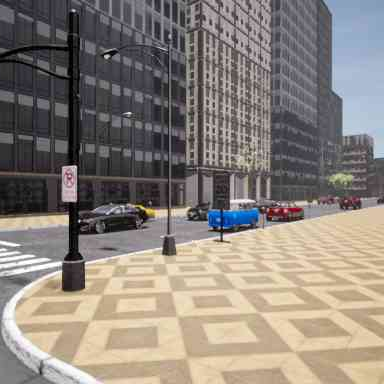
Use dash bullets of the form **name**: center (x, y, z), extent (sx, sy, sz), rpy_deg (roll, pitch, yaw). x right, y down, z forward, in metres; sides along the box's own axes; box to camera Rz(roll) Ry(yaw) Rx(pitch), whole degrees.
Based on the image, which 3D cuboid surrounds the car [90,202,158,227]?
- **car**: center (-4.749, 1.540, 24.001), extent (1.752, 1.417, 4.829), rpy_deg (0, 0, 38)

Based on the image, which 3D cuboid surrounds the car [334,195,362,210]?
- **car**: center (21.225, 1.369, 44.493), extent (2.192, 1.841, 5.009), rpy_deg (0, 0, 38)

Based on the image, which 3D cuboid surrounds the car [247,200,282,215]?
- **car**: center (7.941, 1.632, 36.148), extent (1.895, 1.301, 4.718), rpy_deg (0, 0, 38)

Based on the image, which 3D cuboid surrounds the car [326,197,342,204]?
- **car**: center (28.607, 1.625, 66.918), extent (2.008, 1.369, 4.403), rpy_deg (0, 0, 38)

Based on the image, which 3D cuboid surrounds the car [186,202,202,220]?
- **car**: center (1.485, 1.528, 27.819), extent (1.837, 1.490, 4.892), rpy_deg (0, 0, 38)

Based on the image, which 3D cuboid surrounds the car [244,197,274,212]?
- **car**: center (8.184, 1.471, 40.512), extent (1.967, 1.590, 4.097), rpy_deg (0, 0, 38)

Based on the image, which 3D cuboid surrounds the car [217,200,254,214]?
- **car**: center (4.781, 1.571, 36.111), extent (1.887, 1.381, 4.507), rpy_deg (0, 0, 38)

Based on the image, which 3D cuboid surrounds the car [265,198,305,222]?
- **car**: center (7.610, 1.472, 26.888), extent (1.967, 1.590, 4.097), rpy_deg (0, 0, 38)

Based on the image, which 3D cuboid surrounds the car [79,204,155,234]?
- **car**: center (-4.765, 1.508, 19.741), extent (2.128, 1.511, 4.902), rpy_deg (0, 0, 38)

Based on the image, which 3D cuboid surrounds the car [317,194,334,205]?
- **car**: center (25.204, 1.381, 62.518), extent (2.192, 1.841, 5.009), rpy_deg (0, 0, 38)

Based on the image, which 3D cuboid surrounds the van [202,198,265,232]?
- **van**: center (2.632, 1.368, 20.270), extent (1.690, 1.788, 3.998), rpy_deg (0, 0, 38)

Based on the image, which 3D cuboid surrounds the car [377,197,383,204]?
- **car**: center (38.243, 1.659, 66.497), extent (1.947, 1.339, 4.313), rpy_deg (0, 0, 38)

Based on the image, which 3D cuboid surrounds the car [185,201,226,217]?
- **car**: center (1.377, 1.604, 31.710), extent (1.802, 1.307, 4.206), rpy_deg (0, 0, 38)
